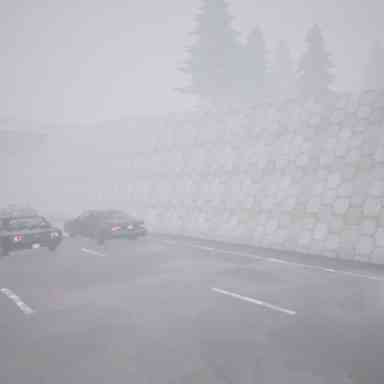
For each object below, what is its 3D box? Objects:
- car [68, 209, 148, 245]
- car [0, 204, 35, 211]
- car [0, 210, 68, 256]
[{"bbox_3d":[-4.186,1.500,15.493,2.033,1.411,5.357,-1,1,-41],"label":"car"},{"bbox_3d":[-14.143,1.617,26.868,1.895,1.301,4.718,-1,1,-41],"label":"car"},{"bbox_3d":[-6.895,1.605,13.277,1.895,1.301,4.718,-1,1,-41],"label":"car"}]
